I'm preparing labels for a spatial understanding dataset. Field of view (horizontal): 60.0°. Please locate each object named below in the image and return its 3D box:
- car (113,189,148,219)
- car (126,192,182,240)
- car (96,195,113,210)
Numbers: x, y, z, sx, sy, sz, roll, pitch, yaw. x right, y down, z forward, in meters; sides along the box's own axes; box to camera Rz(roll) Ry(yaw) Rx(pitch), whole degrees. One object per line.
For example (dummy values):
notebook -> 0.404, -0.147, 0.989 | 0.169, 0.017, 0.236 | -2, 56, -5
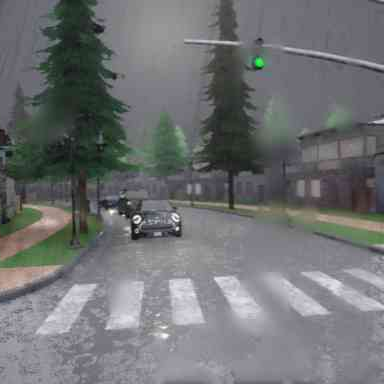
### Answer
car -> -4.202, 0.782, 24.757 | 2.150, 2.045, 5.566 | -2, 1, -21
car -> -1.811, 1.045, 15.374 | 2.097, 1.767, 4.553 | -2, 1, -11
car -> -8.514, 1.021, 34.503 | 2.033, 1.411, 5.357 | -2, 1, -29
